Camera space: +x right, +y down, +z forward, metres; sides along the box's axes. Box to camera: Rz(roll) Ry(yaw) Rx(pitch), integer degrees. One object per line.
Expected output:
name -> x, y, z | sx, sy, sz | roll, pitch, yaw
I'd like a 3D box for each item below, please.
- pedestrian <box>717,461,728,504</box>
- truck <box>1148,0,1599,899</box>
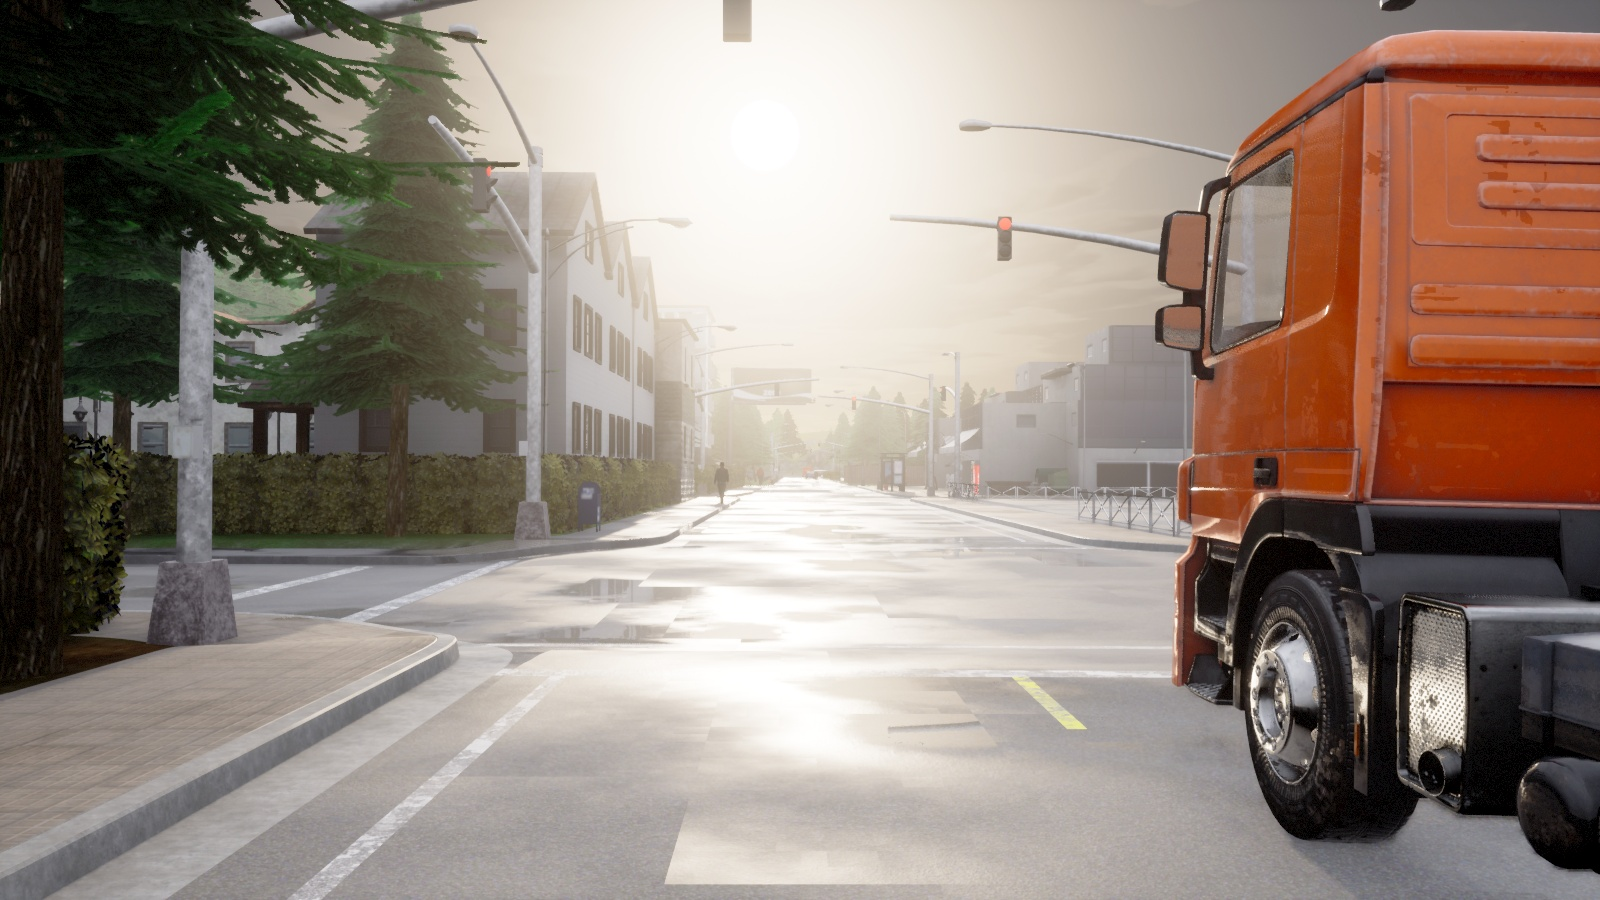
pedestrian -> -3.307, 1.381, 53.487 | 0.431, 1.840, 0.703 | 0, -1, 0
truck -> 3.468, -0.063, 3.129 | 2.891, 3.462, 7.936 | 1, 0, 0
